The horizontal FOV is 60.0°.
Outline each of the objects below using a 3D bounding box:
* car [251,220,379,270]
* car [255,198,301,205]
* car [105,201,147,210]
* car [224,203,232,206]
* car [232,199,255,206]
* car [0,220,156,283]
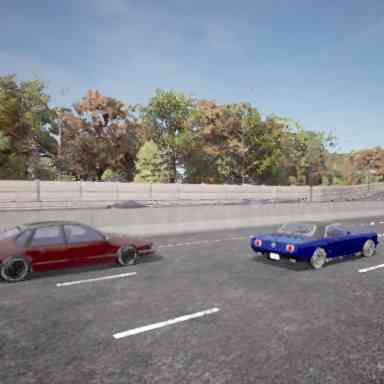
[{"bbox_3d":[4.251,1.603,11.079,4.718,1.301,1.895,0,0,-36],"label":"car"},{"bbox_3d":[8.609,1.371,31.625,4.553,1.767,2.097,0,0,-35],"label":"car"},{"bbox_3d":[-6.631,1.568,33.654,4.181,1.385,1.994,0,0,-35],"label":"car"},{"bbox_3d":[6.077,1.569,38.422,5.357,1.411,2.033,0,0,-35],"label":"car"},{"bbox_3d":[7.169,1.567,34.903,5.357,1.411,2.033,0,0,-35],"label":"car"},{"bbox_3d":[-3.761,1.547,9.663,5.357,1.411,2.033,0,0,-36],"label":"car"}]
